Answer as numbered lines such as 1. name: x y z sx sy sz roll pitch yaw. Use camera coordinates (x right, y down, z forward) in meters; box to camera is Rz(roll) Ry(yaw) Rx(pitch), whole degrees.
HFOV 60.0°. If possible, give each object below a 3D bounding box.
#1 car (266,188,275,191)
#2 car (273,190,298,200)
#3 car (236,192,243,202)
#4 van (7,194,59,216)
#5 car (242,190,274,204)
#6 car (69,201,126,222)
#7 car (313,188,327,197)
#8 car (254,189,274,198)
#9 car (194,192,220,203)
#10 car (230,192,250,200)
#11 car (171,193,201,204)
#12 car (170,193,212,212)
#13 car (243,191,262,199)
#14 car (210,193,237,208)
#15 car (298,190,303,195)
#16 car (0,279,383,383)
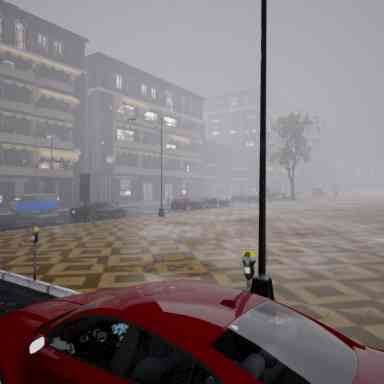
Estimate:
1. car: 13.242 0.357 57.011 2.150 2.045 5.566 1 1 35
2. car: 15.734 0.675 55.866 1.752 1.417 4.829 2 2 35
3. car: 7.360 0.788 48.472 2.128 1.511 4.902 1 1 34
4. van: -13.524 1.035 28.530 1.690 1.788 3.998 2 2 35
5. car: 9.268 0.876 46.589 2.008 1.369 4.403 2 2 35
6. car: -6.651 1.329 23.745 1.947 1.339 4.313 2 2 35
7. car: 29.099 0.008 75.579 2.150 2.045 5.566 1 1 35
8. car: 15.132 0.227 69.650 2.192 1.841 5.009 2 2 35
9. car: 2.393 0.808 51.380 2.008 1.369 4.403 2 2 35
10. car: 8.761 0.649 60.519 1.947 1.339 4.313 2 2 35
11. car: -0.791 0.910 46.811 1.947 1.339 4.313 2 2 35
12. car: -0.284 1.132 32.881 1.887 1.381 4.507 2 2 35
13. car: 11.848 0.525 64.947 1.752 1.417 4.829 2 2 35
14. car: 2.900 1.050 37.451 2.008 1.369 4.403 2 2 35
15. car: 27.865 0.114 87.932 1.887 1.381 4.507 2 2 35
16. car: -0.310 1.544 3.090 4.507 1.381 1.887 0 0 36
